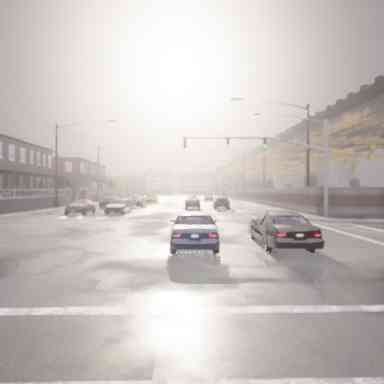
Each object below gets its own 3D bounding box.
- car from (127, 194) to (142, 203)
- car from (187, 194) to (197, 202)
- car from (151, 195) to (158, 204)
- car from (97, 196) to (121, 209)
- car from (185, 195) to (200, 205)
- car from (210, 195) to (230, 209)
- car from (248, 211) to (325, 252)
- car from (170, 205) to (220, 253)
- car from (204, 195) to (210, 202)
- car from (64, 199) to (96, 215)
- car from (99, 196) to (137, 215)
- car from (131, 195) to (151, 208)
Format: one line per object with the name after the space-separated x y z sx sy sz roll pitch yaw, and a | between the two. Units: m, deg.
-10.533 1.208 61.413 1.882 1.535 5.008 0 0 0 | car
-0.024 1.242 68.629 2.033 1.411 5.357 0 0 0 | car
-7.051 1.220 58.639 1.882 1.535 5.008 0 0 1 | car
-10.597 1.288 43.048 1.882 1.535 5.008 0 0 0 | car
0.085 1.311 41.056 2.128 1.511 4.902 0 0 0 | car
3.586 1.324 41.189 1.837 1.490 4.892 0 0 0 | car
3.596 1.487 13.597 2.033 1.411 5.357 0 0 0 | car
0.095 1.488 13.422 2.033 1.411 5.357 0 0 0 | car
3.476 1.295 68.925 1.895 1.301 4.718 0 0 0 | car
-10.602 1.385 31.889 1.812 1.442 4.674 0 0 0 | car
-7.103 1.404 32.513 2.033 1.411 5.357 0 0 0 | car
-7.097 1.302 43.366 2.128 1.511 4.902 0 0 0 | car
